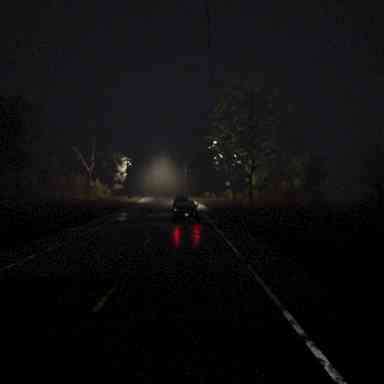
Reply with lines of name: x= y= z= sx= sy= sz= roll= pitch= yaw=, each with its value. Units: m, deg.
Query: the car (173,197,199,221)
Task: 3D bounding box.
car: x=-0.450 y=1.341 z=24.716 sx=1.812 sy=1.442 sz=4.674 roll=0 pitch=0 yaw=-2

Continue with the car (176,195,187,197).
car: x=-1.365 y=1.186 z=41.520 sx=1.837 sy=1.490 sz=4.892 roll=0 pitch=1 yaw=-4
